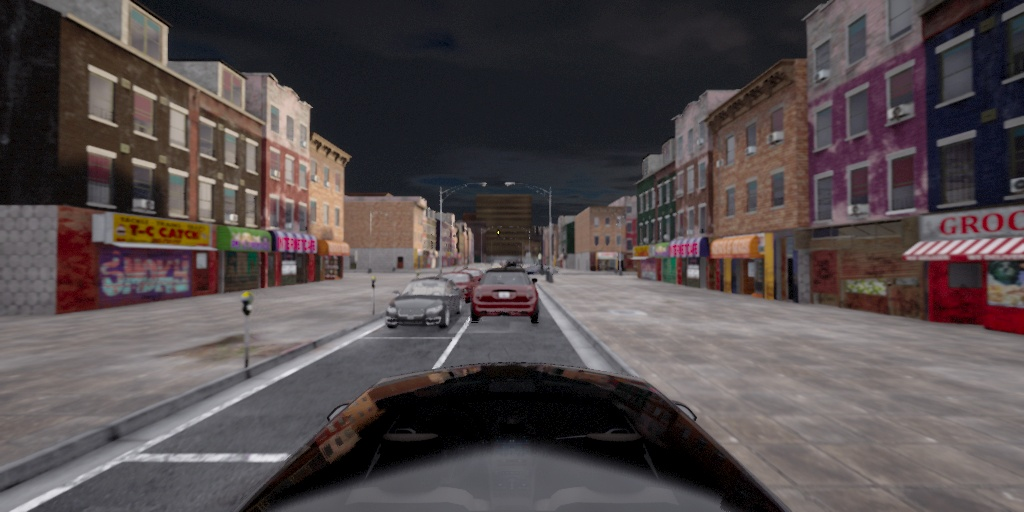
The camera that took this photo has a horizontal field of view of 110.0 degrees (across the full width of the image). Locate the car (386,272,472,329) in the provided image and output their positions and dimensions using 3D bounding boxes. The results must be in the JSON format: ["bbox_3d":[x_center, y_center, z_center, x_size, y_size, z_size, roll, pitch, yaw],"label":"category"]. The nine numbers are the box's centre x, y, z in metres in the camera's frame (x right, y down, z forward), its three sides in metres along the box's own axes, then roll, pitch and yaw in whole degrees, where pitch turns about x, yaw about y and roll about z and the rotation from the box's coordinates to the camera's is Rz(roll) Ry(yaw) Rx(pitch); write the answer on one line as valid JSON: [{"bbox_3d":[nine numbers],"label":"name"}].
[{"bbox_3d":[-2.638,1.375,11.492,2.007,1.370,4.403,0,0,0],"label":"car"}]

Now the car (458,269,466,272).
[{"bbox_3d":[-2.638,1.414,16.986,1.888,1.381,4.507,0,0,0],"label":"car"}]

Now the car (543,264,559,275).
[{"bbox_3d":[3.800,1.714,44.403,4.181,1.385,1.994,1,-2,-36],"label":"car"}]

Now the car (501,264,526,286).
[{"bbox_3d":[0.096,1.481,29.212,1.837,1.490,4.892,0,0,0],"label":"car"}]

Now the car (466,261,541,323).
[{"bbox_3d":[-0.160,1.186,12.712,2.097,1.767,4.553,0,0,2],"label":"car"}]
